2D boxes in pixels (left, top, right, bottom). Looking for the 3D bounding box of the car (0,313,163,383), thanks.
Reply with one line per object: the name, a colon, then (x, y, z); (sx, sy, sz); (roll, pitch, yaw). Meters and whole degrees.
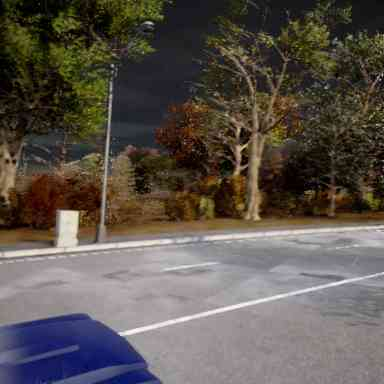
car: (-2.457, 1.584, 1.904); (4.718, 1.301, 1.895); (0, 0, -36)
